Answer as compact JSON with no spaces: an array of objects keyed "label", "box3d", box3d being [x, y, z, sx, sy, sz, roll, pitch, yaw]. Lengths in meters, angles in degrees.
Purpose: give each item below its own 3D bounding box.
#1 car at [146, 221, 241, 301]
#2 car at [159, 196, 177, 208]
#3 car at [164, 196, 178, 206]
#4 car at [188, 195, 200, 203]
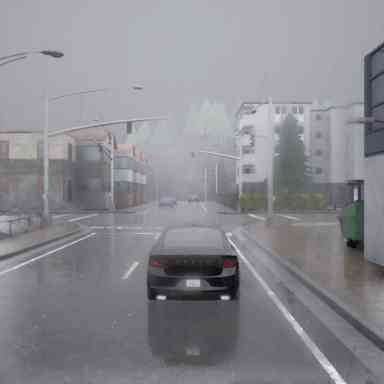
[{"label":"car","box3d":[0.047,1.478,8.413,1.882,1.535,5.008,0,0,1]},{"label":"car","box3d":[-3.612,1.477,47.380,1.882,1.535,5.008,0,0,0]},{"label":"car","box3d":[-3.595,1.491,57.731,2.128,1.511,4.902,0,0,0]},{"label":"car","box3d":[0.466,1.353,69.686,2.097,1.767,4.553,0,0,7]}]
